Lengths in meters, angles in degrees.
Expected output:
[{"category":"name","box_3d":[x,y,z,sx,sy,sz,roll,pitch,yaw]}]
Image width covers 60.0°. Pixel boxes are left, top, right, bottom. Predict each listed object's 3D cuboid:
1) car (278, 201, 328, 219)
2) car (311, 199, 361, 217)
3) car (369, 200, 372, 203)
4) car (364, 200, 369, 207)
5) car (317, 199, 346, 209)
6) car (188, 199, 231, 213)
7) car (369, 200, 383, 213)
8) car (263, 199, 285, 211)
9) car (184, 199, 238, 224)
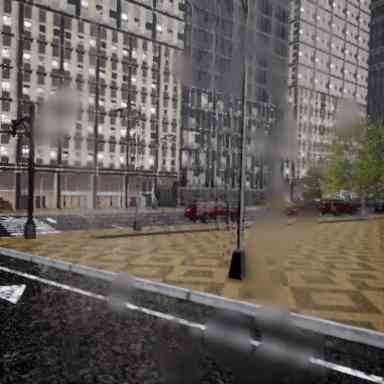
[{"category":"car","box_3d":[11.055,1.861,33.032,4.507,1.381,1.887,1,2,-34]},{"category":"car","box_3d":[15.741,1.697,36.227,5.009,1.841,2.192,1,2,-34]},{"category":"car","box_3d":[30.002,1.929,55.539,4.313,1.339,1.947,1,2,-34]},{"category":"car","box_3d":[25.324,1.862,52.338,4.313,1.339,1.947,1,2,-34]},{"category":"car","box_3d":[20.645,1.812,49.138,4.206,1.307,1.802,1,2,-34]},{"category":"car","box_3d":[1.932,1.515,36.333,4.403,1.369,2.008,1,2,-34]},{"category":"car","box_3d":[25.090,2.081,42.636,4.313,1.339,1.947,1,2,-34]},{"category":"car","box_3d":[11.149,1.620,42.638,4.829,1.417,1.752,1,2,-34]},{"category":"car","box_3d":[1.706,1.499,26.624,5.009,1.841,2.192,1,2,-34]}]
